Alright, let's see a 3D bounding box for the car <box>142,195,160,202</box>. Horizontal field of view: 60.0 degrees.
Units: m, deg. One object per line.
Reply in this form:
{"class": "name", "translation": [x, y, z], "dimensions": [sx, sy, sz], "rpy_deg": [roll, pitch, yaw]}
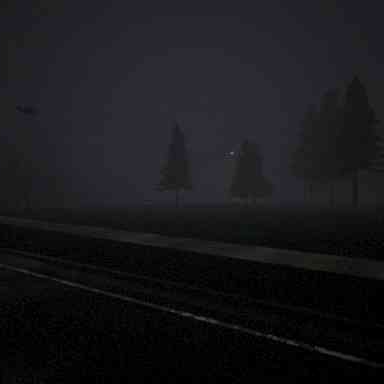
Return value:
{"class": "car", "translation": [-9.046, 1.411, 74.139], "dimensions": [1.812, 1.442, 4.674], "rpy_deg": [0, 0, 35]}

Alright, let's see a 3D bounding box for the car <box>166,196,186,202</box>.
{"class": "car", "translation": [-3.323, 1.482, 70.109], "dimensions": [1.895, 1.301, 4.718], "rpy_deg": [0, 0, 35]}
